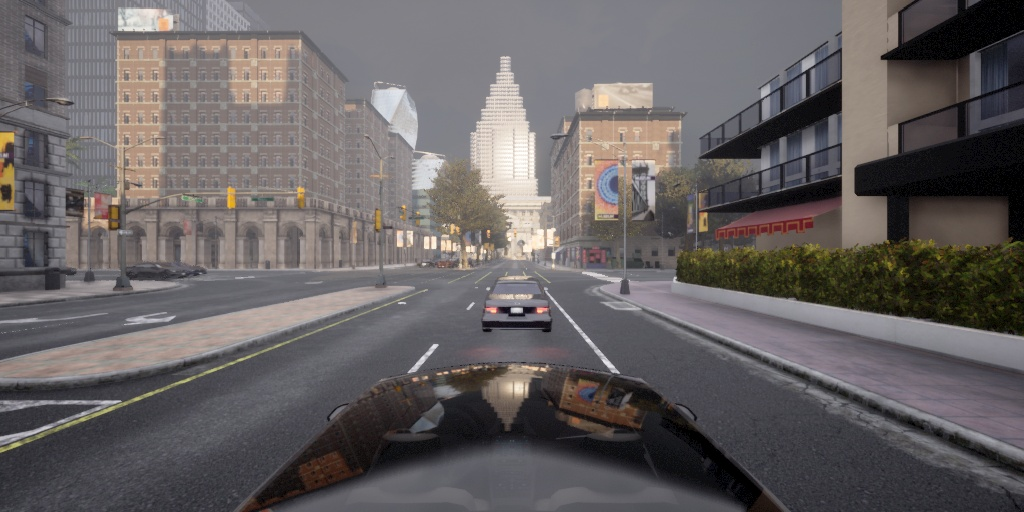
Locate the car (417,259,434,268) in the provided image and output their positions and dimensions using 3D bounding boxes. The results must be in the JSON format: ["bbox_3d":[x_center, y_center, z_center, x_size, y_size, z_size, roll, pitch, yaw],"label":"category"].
[{"bbox_3d":[-14.506,1.241,61.595,2.128,1.511,4.902,0,0,1],"label":"car"}]

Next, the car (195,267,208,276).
[{"bbox_3d":[-32.691,1.298,34.593,5.357,1.411,2.033,0,0,0],"label":"car"}]

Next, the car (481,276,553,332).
[{"bbox_3d":[0.148,1.297,10.776,2.033,1.411,5.357,0,0,1],"label":"car"}]

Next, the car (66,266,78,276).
[{"bbox_3d":[-44.936,1.314,34.675,4.181,1.385,1.994,0,0,1],"label":"car"}]

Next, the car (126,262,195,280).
[{"bbox_3d":[-30.802,1.276,31.088,4.674,1.442,1.812,0,0,0],"label":"car"}]

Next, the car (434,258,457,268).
[{"bbox_3d":[-11.037,1.102,59.708,2.097,1.767,4.553,0,0,1],"label":"car"}]
